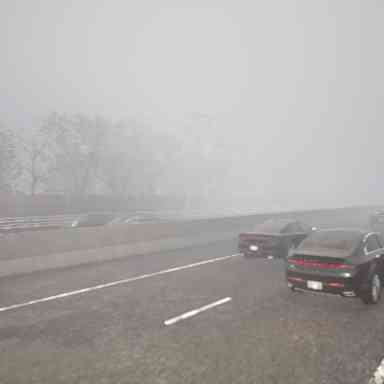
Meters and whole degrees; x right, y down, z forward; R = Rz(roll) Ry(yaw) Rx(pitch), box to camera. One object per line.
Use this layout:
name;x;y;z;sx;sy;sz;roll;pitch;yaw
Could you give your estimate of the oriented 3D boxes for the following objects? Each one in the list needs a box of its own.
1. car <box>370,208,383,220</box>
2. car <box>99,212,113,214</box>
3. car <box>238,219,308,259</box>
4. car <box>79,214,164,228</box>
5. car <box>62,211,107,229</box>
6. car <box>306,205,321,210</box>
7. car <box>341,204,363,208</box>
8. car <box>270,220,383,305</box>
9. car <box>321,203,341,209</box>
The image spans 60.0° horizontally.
car;16.092;2.041;27.322;2.128;1.511;4.902;-3;-3;42
car;-4.321;2.456;25.779;2.128;1.511;4.902;-3;-3;42
car;3.835;1.853;13.614;1.882;1.535;5.008;-3;-3;42
car;-4.082;2.285;20.801;2.128;1.511;4.902;-3;-3;42
car;-8.094;2.437;26.816;2.097;1.767;4.553;-3;-3;42
car;22.530;3.100;60.902;1.994;1.385;4.181;-3;-3;42
car;27.542;2.742;56.023;2.128;1.511;4.902;-3;-3;42
car;4.166;1.711;8.739;1.837;1.490;4.892;-3;-3;42
car;25.180;2.793;58.629;2.097;1.767;4.553;-3;-3;42
